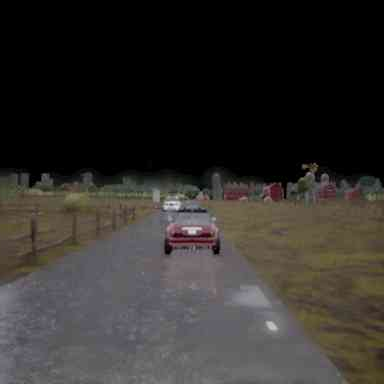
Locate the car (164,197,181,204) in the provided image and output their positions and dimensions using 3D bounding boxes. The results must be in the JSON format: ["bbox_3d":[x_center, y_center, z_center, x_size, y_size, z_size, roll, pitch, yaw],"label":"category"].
[{"bbox_3d":[-2.724,1.707,46.739,2.150,2.045,5.566,0,-1,0],"label":"car"}]

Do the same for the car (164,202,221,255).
[{"bbox_3d":[0.011,1.489,14.089,2.097,1.767,4.553,0,-1,0],"label":"car"}]
